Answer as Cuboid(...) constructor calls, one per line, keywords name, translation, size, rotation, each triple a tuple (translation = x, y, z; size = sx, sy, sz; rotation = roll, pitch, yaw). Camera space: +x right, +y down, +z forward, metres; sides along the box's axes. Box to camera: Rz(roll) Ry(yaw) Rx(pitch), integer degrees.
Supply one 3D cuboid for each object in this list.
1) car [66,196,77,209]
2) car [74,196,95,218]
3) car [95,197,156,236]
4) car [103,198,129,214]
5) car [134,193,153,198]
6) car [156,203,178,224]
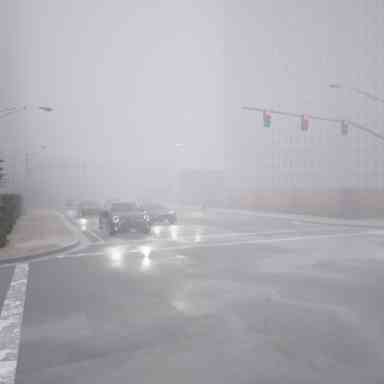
Cuboid(name="car", translation=(-16.087, 1.330, 45.382), size=(2.128, 1.511, 4.902), rotation=(0, 0, -25))
Cuboid(name="car", translation=(-9.367, 1.477, 30.589), size=(1.882, 1.535, 5.008), rotation=(0, 1, -25))
Cuboid(name="car", translation=(-3.863, 1.351, 18.632), size=(2.097, 1.767, 4.553), rotation=(0, 0, -25))
Cuboid(name="car", translation=(-8.589, 1.476, 37.292), size=(1.882, 1.535, 5.008), rotation=(0, 0, -25))
Cuboid(name="car", translation=(-7.715, 1.219, 52.367), size=(2.150, 2.045, 5.566), rotation=(0, 0, -24))
Cuboid(name="car", translation=(-2.836, 1.546, 24.768), size=(2.033, 1.411, 5.357), rotation=(0, 0, -25))
